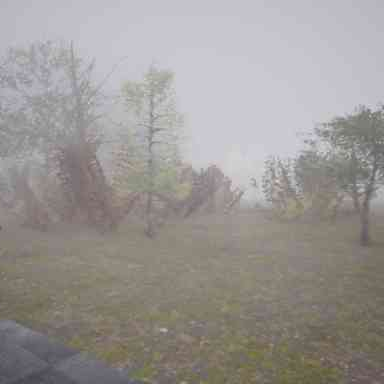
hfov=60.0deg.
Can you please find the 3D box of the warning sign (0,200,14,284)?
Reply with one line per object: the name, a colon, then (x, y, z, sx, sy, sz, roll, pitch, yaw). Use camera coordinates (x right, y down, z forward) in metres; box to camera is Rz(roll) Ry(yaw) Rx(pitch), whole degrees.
warning sign: (-4.951, 1.119, 7.478, 1.060, 1.860, 1.300, 1, 0, 35)
